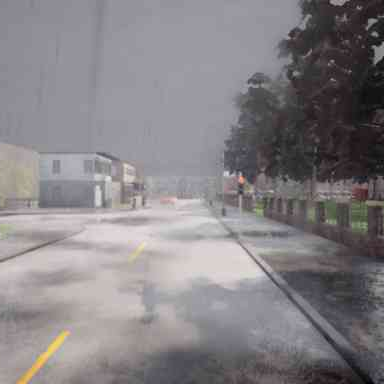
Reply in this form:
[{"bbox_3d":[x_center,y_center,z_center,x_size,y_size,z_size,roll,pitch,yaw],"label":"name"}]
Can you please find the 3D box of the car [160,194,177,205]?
[{"bbox_3d":[-4.035,1.240,55.557,2.097,1.767,4.553,0,0,1],"label":"car"}]
